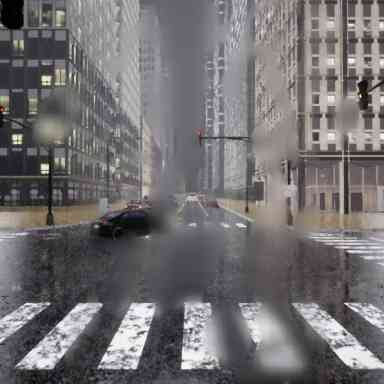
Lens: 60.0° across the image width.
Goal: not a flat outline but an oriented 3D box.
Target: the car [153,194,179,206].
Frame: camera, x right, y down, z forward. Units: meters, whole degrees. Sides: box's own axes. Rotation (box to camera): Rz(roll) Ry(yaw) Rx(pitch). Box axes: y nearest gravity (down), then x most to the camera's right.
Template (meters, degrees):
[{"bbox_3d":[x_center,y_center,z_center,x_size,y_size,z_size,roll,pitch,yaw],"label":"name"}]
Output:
[{"bbox_3d":[-3.106,1.237,40.418,2.150,2.045,5.566,0,0,0],"label":"car"}]

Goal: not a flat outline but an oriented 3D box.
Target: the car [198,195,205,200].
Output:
[{"bbox_3d":[2.677,1.584,95.119,1.887,1.381,4.507,1,0,0],"label":"car"}]

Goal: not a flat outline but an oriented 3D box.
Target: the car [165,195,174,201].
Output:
[{"bbox_3d":[-5.700,1.578,83.885,1.887,1.381,4.507,1,0,0],"label":"car"}]

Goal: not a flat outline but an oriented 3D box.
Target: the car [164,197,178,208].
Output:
[{"bbox_3d":[-3.102,1.524,50.827,1.837,1.490,4.892,0,0,0],"label":"car"}]

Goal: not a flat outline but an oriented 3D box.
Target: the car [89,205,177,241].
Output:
[{"bbox_3d":[-3.042,1.570,16.879,4.181,1.385,1.994,0,0,-45],"label":"car"}]

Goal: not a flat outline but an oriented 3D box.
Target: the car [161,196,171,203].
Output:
[{"bbox_3d":[-5.697,1.573,72.735,1.887,1.381,4.507,1,0,0],"label":"car"}]

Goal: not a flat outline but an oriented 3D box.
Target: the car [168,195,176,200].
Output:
[{"bbox_3d":[-5.704,1.605,95.035,1.947,1.339,4.313,1,0,0],"label":"car"}]

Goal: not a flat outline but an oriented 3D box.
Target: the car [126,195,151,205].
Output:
[{"bbox_3d":[-5.684,1.453,33.709,1.967,1.590,4.097,1,0,0],"label":"car"}]

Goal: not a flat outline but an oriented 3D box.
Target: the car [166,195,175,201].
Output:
[{"bbox_3d":[-5.701,1.587,89.460,2.008,1.369,4.403,1,0,0],"label":"car"}]

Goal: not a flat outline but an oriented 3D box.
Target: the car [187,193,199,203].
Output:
[{"bbox_3d":[0.068,1.250,70.517,2.150,2.045,5.566,0,0,0],"label":"car"}]

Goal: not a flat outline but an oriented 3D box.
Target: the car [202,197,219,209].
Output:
[{"bbox_3d":[2.690,1.599,44.923,1.802,1.307,4.206,1,0,0],"label":"car"}]

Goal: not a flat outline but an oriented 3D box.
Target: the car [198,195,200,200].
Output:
[{"bbox_3d":[2.686,1.590,61.656,1.947,1.339,4.313,1,0,0],"label":"car"}]

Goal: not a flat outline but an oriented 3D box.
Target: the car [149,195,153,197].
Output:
[{"bbox_3d":[-5.684,1.332,44.859,2.192,1.841,5.009,1,0,0],"label":"car"}]

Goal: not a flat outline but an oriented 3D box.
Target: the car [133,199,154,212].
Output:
[{"bbox_3d":[-5.688,1.597,39.284,1.802,1.307,4.206,1,0,0],"label":"car"}]

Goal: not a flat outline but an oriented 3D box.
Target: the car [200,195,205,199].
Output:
[{"bbox_3d":[2.689,1.547,56.249,1.752,1.417,4.829,1,0,0],"label":"car"}]

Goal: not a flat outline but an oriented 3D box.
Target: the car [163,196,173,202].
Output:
[{"bbox_3d":[-5.698,1.582,78.310,2.008,1.369,4.403,1,0,0],"label":"car"}]

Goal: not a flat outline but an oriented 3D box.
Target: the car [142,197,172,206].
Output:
[{"bbox_3d":[-3.109,1.516,30.391,1.837,1.490,4.892,0,0,0],"label":"car"}]
